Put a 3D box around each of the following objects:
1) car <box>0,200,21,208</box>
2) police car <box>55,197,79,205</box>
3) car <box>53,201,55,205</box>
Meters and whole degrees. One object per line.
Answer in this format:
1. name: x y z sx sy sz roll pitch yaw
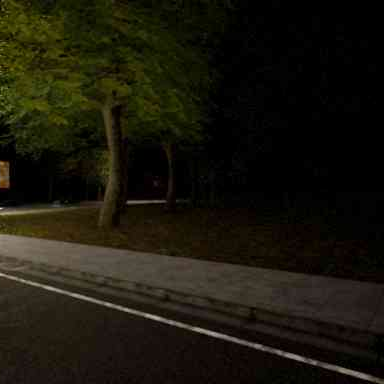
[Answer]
1. car: -31.683 2.040 57.462 1.994 1.385 4.181 0 0 13
2. police car: -25.682 1.913 69.718 1.930 1.638 5.238 0 0 12
3. car: -28.383 2.032 72.589 1.812 1.442 4.674 0 0 12
